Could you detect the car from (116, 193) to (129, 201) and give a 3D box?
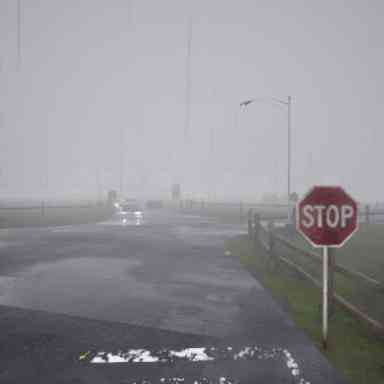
[{"bbox_3d":[-16.051,1.082,76.668,2.097,1.767,4.553,0,0,-23],"label":"car"}]

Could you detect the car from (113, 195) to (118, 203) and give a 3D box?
[{"bbox_3d":[-13.985,1.296,63.518,2.128,1.511,4.902,0,0,-19],"label":"car"}]

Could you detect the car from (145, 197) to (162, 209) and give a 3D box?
[{"bbox_3d":[-4.991,1.387,42.721,1.882,1.535,5.008,0,0,-13],"label":"car"}]

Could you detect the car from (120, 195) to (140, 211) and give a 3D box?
[{"bbox_3d":[-7.152,1.427,38.752,1.837,1.490,4.892,0,0,-12],"label":"car"}]

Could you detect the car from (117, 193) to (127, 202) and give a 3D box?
[{"bbox_3d":[-9.545,1.358,48.829,1.882,1.535,5.008,0,1,-15],"label":"car"}]
